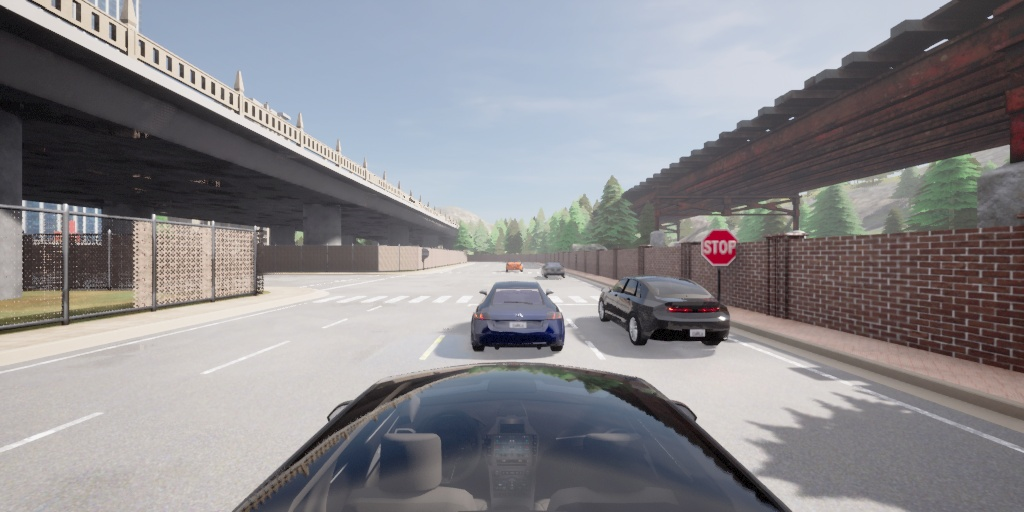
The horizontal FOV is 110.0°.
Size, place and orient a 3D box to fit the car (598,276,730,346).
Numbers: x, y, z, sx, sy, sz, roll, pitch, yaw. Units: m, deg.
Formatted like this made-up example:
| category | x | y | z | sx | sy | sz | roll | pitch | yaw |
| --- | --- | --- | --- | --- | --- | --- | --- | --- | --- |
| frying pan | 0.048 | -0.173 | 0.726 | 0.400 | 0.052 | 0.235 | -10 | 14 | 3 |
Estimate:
| category | x | y | z | sx | sy | sz | roll | pitch | yaw |
| --- | --- | --- | --- | --- | --- | --- | --- | --- | --- |
| car | 3.620 | 1.255 | 9.412 | 1.837 | 1.490 | 4.892 | 0 | 0 | 0 |

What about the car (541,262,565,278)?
| category | x | y | z | sx | sy | sz | roll | pitch | yaw |
| --- | --- | --- | --- | --- | --- | --- | --- | --- | --- |
| car | 3.843 | 1.297 | 33.908 | 2.033 | 1.411 | 5.357 | 0 | 0 | 0 |

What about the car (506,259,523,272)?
| category | x | y | z | sx | sy | sz | roll | pitch | yaw |
| --- | --- | --- | --- | --- | --- | --- | --- | --- | --- |
| car | 0.271 | 1.102 | 45.621 | 2.097 | 1.767 | 4.553 | 0 | 0 | 0 |

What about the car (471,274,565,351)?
| category | x | y | z | sx | sy | sz | roll | pitch | yaw |
| --- | --- | --- | --- | --- | --- | --- | --- | --- | --- |
| car | 0.117 | 1.314 | 8.987 | 1.994 | 1.385 | 4.181 | 0 | 0 | 0 |
